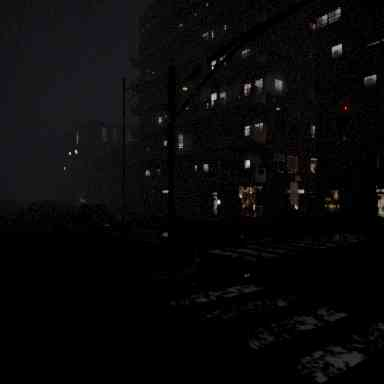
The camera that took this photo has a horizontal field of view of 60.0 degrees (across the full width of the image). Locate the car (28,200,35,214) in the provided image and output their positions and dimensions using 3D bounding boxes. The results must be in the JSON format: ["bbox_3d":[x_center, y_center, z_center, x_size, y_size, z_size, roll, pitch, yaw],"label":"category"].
[{"bbox_3d":[-20.374,2.073,44.314,1.967,1.590,4.097,-1,0,-35],"label":"car"}]

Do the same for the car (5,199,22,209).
[{"bbox_3d":[-33.197,2.365,62.313,1.967,1.590,4.097,-1,0,-35],"label":"car"}]

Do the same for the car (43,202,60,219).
[{"bbox_3d":[-13.960,2.036,35.314,2.008,1.369,4.403,-1,0,-35],"label":"car"}]

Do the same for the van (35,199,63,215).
[{"bbox_3d":[-17.170,1.900,39.815,1.690,1.788,3.998,-1,0,-35],"label":"van"}]

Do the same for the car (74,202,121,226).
[{"bbox_3d":[-7.551,1.777,26.316,1.967,1.590,4.097,-1,0,-35],"label":"car"}]

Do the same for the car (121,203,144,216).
[{"bbox_3d":[-7.444,2.006,39.749,1.752,1.417,4.829,-1,0,-35],"label":"car"}]

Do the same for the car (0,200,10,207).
[{"bbox_3d":[-42.714,2.666,75.674,1.752,1.417,4.829,-1,0,-35],"label":"car"}]

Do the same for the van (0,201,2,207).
[{"bbox_3d":[-39.610,2.411,71.313,1.690,1.788,3.998,-1,0,-35],"label":"van"}]

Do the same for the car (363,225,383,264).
[{"bbox_3d":[7.566,1.525,9.538,2.128,1.511,4.902,0,-1,-35],"label":"car"}]

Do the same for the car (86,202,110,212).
[{"bbox_3d":[-13.752,2.192,48.604,1.947,1.339,4.313,-1,0,-35],"label":"car"}]

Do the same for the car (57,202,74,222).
[{"bbox_3d":[-10.656,1.934,30.677,1.752,1.417,4.829,-1,0,-35],"label":"car"}]

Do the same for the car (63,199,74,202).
[{"bbox_3d":[-23.368,2.160,62.094,2.192,1.841,5.009,-1,0,-35],"label":"car"}]

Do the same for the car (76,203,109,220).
[{"bbox_3d":[-10.520,1.961,34.923,1.837,1.490,4.892,0,0,-35],"label":"car"}]

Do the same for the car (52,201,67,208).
[{"bbox_3d":[-26.567,2.462,66.591,1.887,1.381,4.507,-1,0,-35],"label":"car"}]

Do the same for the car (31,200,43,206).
[{"bbox_3d":[-39.382,2.773,84.578,1.947,1.339,4.313,-1,0,-35],"label":"car"}]

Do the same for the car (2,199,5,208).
[{"bbox_3d":[-36.401,2.542,66.813,1.887,1.381,4.507,-1,0,-35],"label":"car"}]
